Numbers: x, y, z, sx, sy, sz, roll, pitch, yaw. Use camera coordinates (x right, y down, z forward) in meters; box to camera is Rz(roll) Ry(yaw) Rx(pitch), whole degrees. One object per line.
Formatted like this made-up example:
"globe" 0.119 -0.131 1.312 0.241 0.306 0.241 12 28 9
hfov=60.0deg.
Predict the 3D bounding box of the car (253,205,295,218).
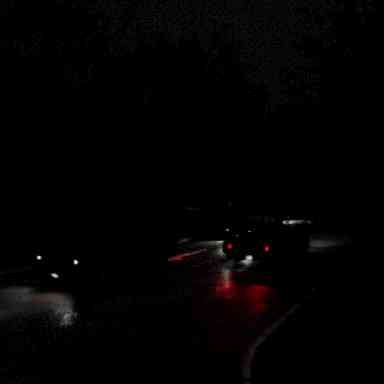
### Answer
"car" 8.575 2.114 35.748 2.033 1.411 5.357 1 0 -24

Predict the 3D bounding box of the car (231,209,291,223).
"car" 3.957 2.011 20.225 2.033 1.411 5.357 -2 -2 35

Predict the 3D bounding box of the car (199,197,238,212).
"car" 3.643 1.657 46.309 5.566 2.045 2.150 2 -1 35

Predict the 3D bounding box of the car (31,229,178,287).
"car" -2.437 1.883 10.456 1.895 1.301 4.718 -1 -2 30

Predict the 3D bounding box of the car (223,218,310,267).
"car" 3.075 1.898 12.778 1.895 1.301 4.718 -2 -2 33
